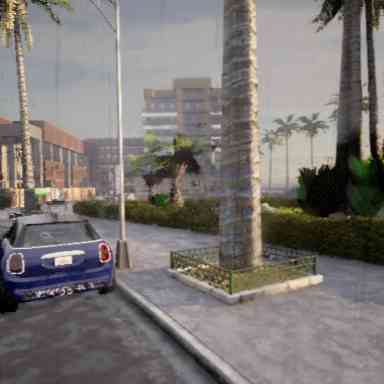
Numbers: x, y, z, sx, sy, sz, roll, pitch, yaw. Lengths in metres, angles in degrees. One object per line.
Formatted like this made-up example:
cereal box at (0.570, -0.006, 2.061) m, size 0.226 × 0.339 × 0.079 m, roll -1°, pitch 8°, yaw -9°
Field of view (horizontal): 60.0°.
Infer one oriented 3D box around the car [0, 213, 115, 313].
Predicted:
car at (-3.489, 1.296, 8.002) m, size 2.097 × 1.767 × 4.553 m, roll -2°, pitch 1°, yaw -31°
